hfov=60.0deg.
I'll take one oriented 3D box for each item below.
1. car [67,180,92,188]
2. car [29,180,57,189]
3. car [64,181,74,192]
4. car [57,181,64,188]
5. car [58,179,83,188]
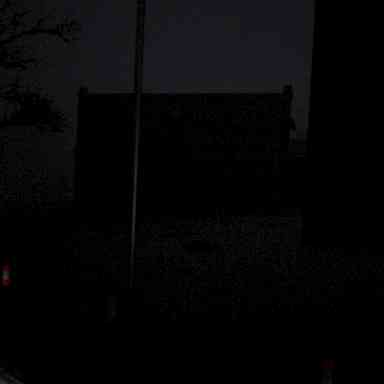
[{"bbox_3d":[-24.836,-1.752,73.290,4.892,1.521,2.231,3,3,20],"label":"car"},{"bbox_3d":[-28.618,-1.591,62.921,4.553,1.767,2.185,3,3,20],"label":"car"},{"bbox_3d":[-18.429,-0.627,54.735,1.812,1.442,4.674,3,2,20],"label":"car"},{"bbox_3d":[-27.701,-1.535,65.530,5.008,1.535,2.097,3,3,20],"label":"car"},{"bbox_3d":[-25.752,-1.802,70.682,4.553,1.767,2.185,3,3,20],"label":"car"}]
